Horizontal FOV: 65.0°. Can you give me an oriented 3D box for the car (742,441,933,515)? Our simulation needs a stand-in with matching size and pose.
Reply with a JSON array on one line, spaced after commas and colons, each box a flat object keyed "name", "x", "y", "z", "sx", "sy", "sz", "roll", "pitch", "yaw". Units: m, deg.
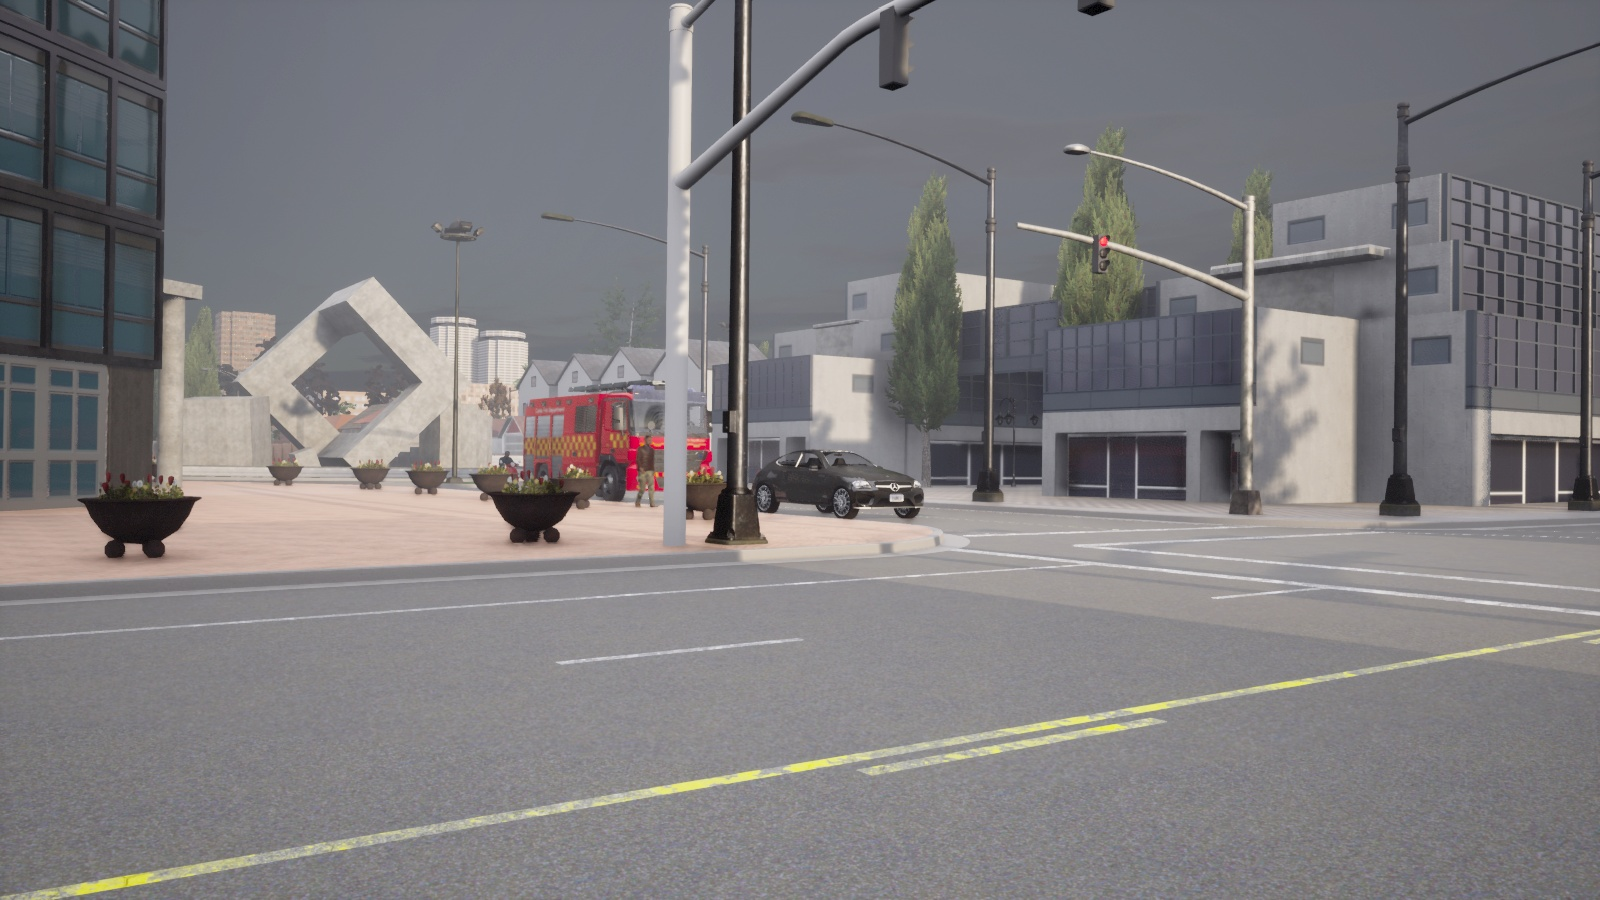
[{"name": "car", "x": 0.809, "y": 0.645, "z": 30.856, "sx": 2.152, "sy": 1.651, "sz": 5.027, "roll": 1, "pitch": -1, "yaw": -34}]

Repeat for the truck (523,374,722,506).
[{"name": "truck", "x": -5.982, "y": -0.266, "z": 40.798, "sx": 2.891, "sy": 3.827, "sz": 8.468, "roll": 1, "pitch": -1, "yaw": -34}]

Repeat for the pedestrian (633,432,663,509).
[{"name": "pedestrian", "x": -3.667, "y": 0.488, "z": 30.279, "sx": 0.431, "sy": 1.840, "sz": 0.703, "roll": 1, "pitch": -1, "yaw": -34}]
